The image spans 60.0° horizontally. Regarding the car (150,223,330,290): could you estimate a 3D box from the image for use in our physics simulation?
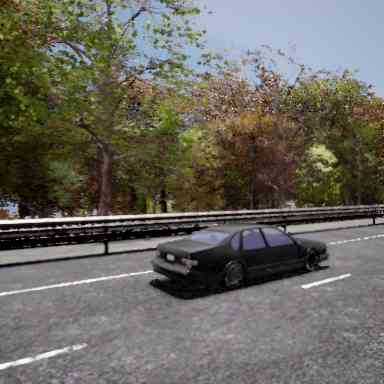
[{"bbox_3d":[1.542,1.571,9.171,5.357,1.411,2.033,0,0,-36],"label":"car"}]
